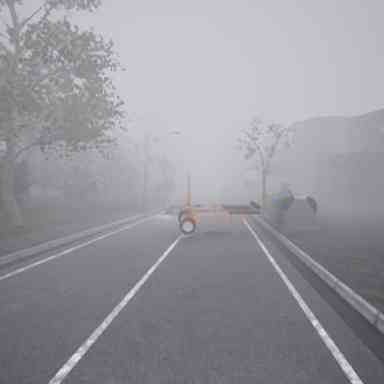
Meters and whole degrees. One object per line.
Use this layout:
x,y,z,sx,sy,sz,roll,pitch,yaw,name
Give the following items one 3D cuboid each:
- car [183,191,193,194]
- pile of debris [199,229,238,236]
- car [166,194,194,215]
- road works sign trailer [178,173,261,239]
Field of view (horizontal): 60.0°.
-0.883,0.633,70.145,2.097,1.767,4.553,-1,1,-7,car
1.300,2.001,16.637,1.860,0.140,1.500,0,1,3,pile of debris
-1.116,1.195,29.537,1.812,1.442,4.674,1,1,5,car
1.156,0.561,15.342,3.560,2.880,2.380,0,5,-4,road works sign trailer
